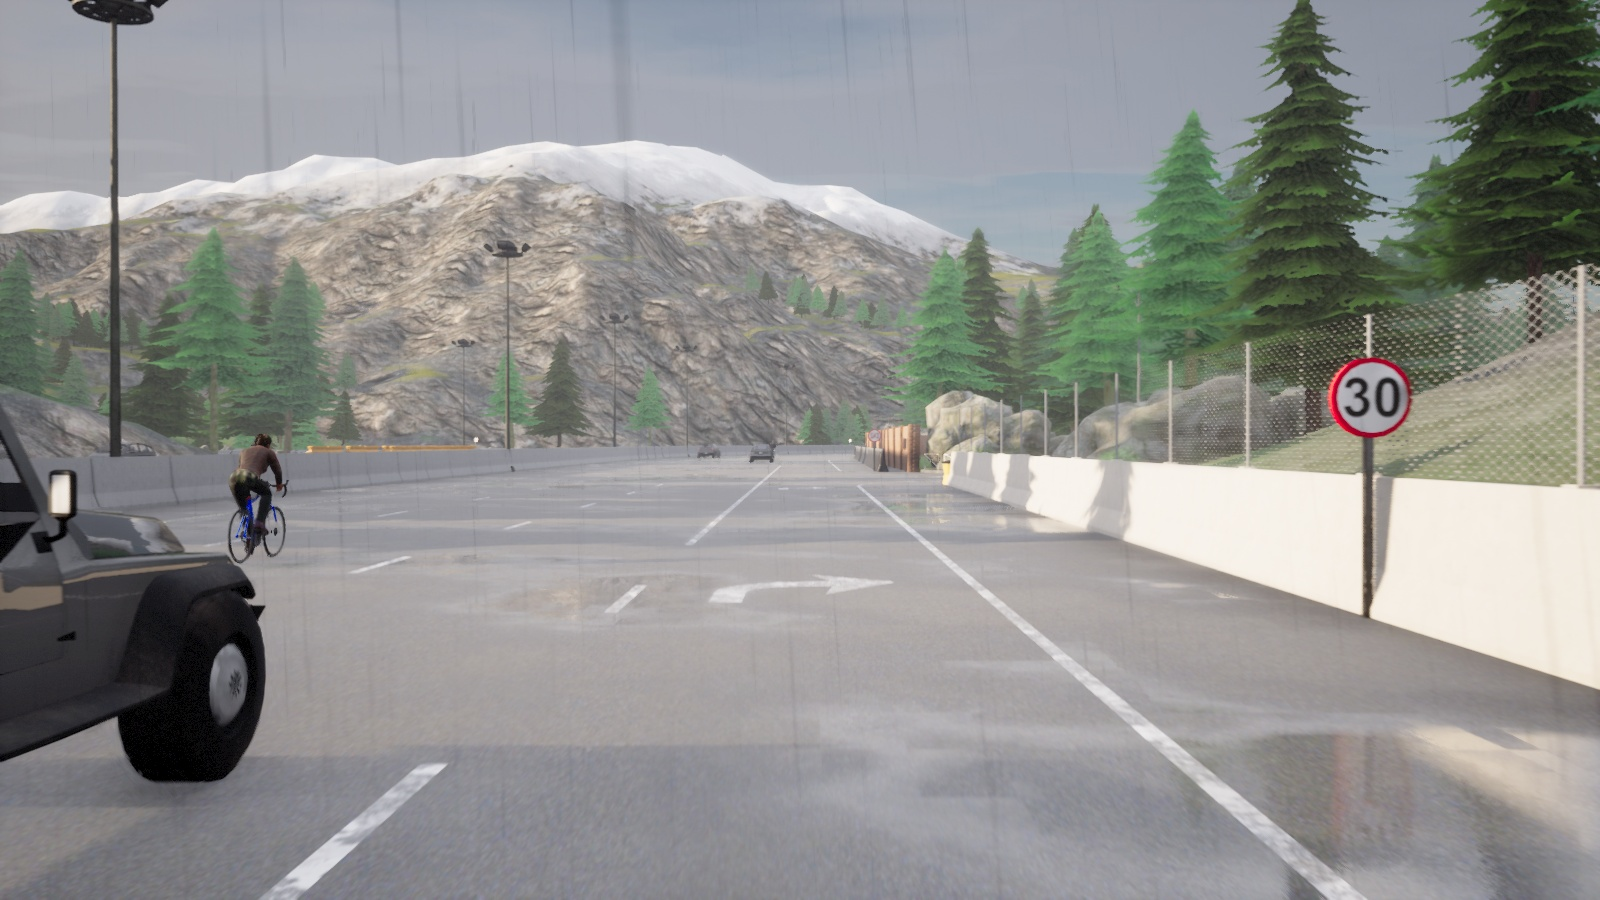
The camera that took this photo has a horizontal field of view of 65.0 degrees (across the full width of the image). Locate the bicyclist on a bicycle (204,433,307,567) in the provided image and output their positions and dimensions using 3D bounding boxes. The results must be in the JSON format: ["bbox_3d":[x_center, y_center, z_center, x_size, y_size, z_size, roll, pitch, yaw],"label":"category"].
[{"bbox_3d":[-6.894,0.604,15.964,0.582,1.620,1.656,0,0,0],"label":"bicyclist on a bicycle"}]

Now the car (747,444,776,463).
[{"bbox_3d":[-2.931,0.243,97.333,2.033,1.411,5.357,0,0,0],"label":"car"}]

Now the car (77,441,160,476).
[{"bbox_3d":[-31.158,0.376,57.554,1.789,1.549,3.705,0,0,0],"label":"car"}]

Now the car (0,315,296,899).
[{"bbox_3d":[-3.454,0.515,4.286,1.905,1.878,3.866,0,0,0],"label":"car"}]
